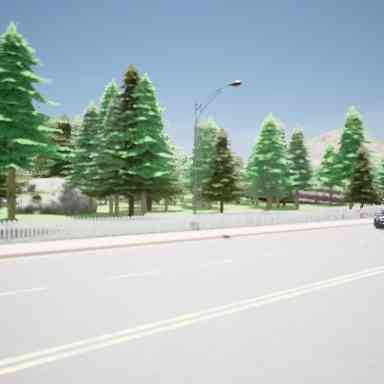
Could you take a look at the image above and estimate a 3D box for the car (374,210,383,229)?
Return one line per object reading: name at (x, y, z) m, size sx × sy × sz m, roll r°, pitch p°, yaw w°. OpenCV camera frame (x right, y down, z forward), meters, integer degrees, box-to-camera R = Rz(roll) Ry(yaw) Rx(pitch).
car at (14.440, 1.618, 22.797) m, size 4.553 × 1.767 × 2.097 m, roll 1°, pitch 0°, yaw -35°
